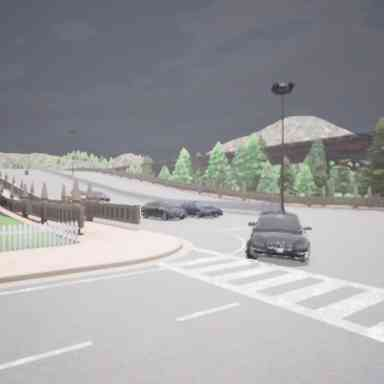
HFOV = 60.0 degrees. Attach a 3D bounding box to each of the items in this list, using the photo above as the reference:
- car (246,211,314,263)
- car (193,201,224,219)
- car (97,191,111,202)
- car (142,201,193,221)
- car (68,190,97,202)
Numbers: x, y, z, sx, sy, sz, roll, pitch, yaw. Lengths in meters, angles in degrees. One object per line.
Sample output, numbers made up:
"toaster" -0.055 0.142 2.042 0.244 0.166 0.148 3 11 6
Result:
"car" 3.205 1.500 12.226 1.837 1.490 4.892 3 1 14
"car" 0.400 1.530 29.214 2.033 1.411 5.357 0 0 -37
"car" -13.368 0.603 47.439 2.033 1.411 5.357 0 5 -37
"car" -2.318 1.491 27.004 1.837 1.490 4.892 0 0 -37
"car" -14.475 0.642 43.076 2.097 1.767 4.553 0 4 -37
